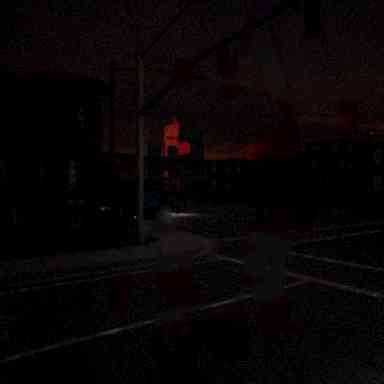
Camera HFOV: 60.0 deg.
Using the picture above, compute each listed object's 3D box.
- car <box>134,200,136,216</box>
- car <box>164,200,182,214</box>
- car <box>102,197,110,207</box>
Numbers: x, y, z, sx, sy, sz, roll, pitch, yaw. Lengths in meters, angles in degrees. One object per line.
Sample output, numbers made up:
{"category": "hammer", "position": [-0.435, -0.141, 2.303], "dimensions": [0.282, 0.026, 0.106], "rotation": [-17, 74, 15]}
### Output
{"category": "car", "position": [-5.498, 1.489, 32.556], "dimensions": [1.812, 1.442, 4.674], "rotation": [0, 0, -35]}
{"category": "car", "position": [-2.833, 1.519, 34.826], "dimensions": [1.994, 1.385, 4.181], "rotation": [0, 0, -35]}
{"category": "car", "position": [-13.833, 1.533, 50.523], "dimensions": [2.033, 1.411, 5.357], "rotation": [0, 0, -35]}
